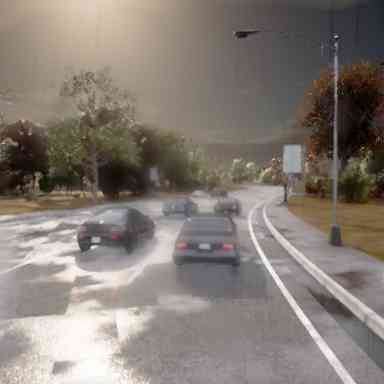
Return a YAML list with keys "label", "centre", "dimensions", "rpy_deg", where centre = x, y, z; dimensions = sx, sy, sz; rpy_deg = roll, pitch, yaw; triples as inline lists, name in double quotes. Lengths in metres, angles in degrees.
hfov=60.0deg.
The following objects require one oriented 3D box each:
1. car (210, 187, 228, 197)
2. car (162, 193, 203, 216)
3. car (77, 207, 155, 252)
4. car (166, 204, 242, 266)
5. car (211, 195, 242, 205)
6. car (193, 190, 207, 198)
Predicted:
- label: "car"
  centre: [4.953, 0.117, 59.941]
  dimensions: [2.150, 2.045, 5.566]
  rpy_deg: [0, 1, 19]
- label: "car"
  centre: [-0.804, 1.092, 25.694]
  dimensions: [2.033, 1.411, 5.357]
  rpy_deg: [0, 1, 12]
- label: "car"
  centre: [-2.711, 1.301, 12.643]
  dimensions: [1.812, 1.442, 4.674]
  rpy_deg: [0, 0, 7]
- label: "car"
  centre: [0.585, 1.357, 10.768]
  dimensions: [2.033, 1.411, 5.357]
  rpy_deg: [0, 1, 6]
- label: "car"
  centre: [2.976, 1.134, 26.598]
  dimensions: [1.895, 1.301, 4.718]
  rpy_deg: [0, 1, 12]
- label: "car"
  centre: [1.293, 0.419, 60.025]
  dimensions: [1.812, 1.442, 4.674]
  rpy_deg: [0, 1, 19]
